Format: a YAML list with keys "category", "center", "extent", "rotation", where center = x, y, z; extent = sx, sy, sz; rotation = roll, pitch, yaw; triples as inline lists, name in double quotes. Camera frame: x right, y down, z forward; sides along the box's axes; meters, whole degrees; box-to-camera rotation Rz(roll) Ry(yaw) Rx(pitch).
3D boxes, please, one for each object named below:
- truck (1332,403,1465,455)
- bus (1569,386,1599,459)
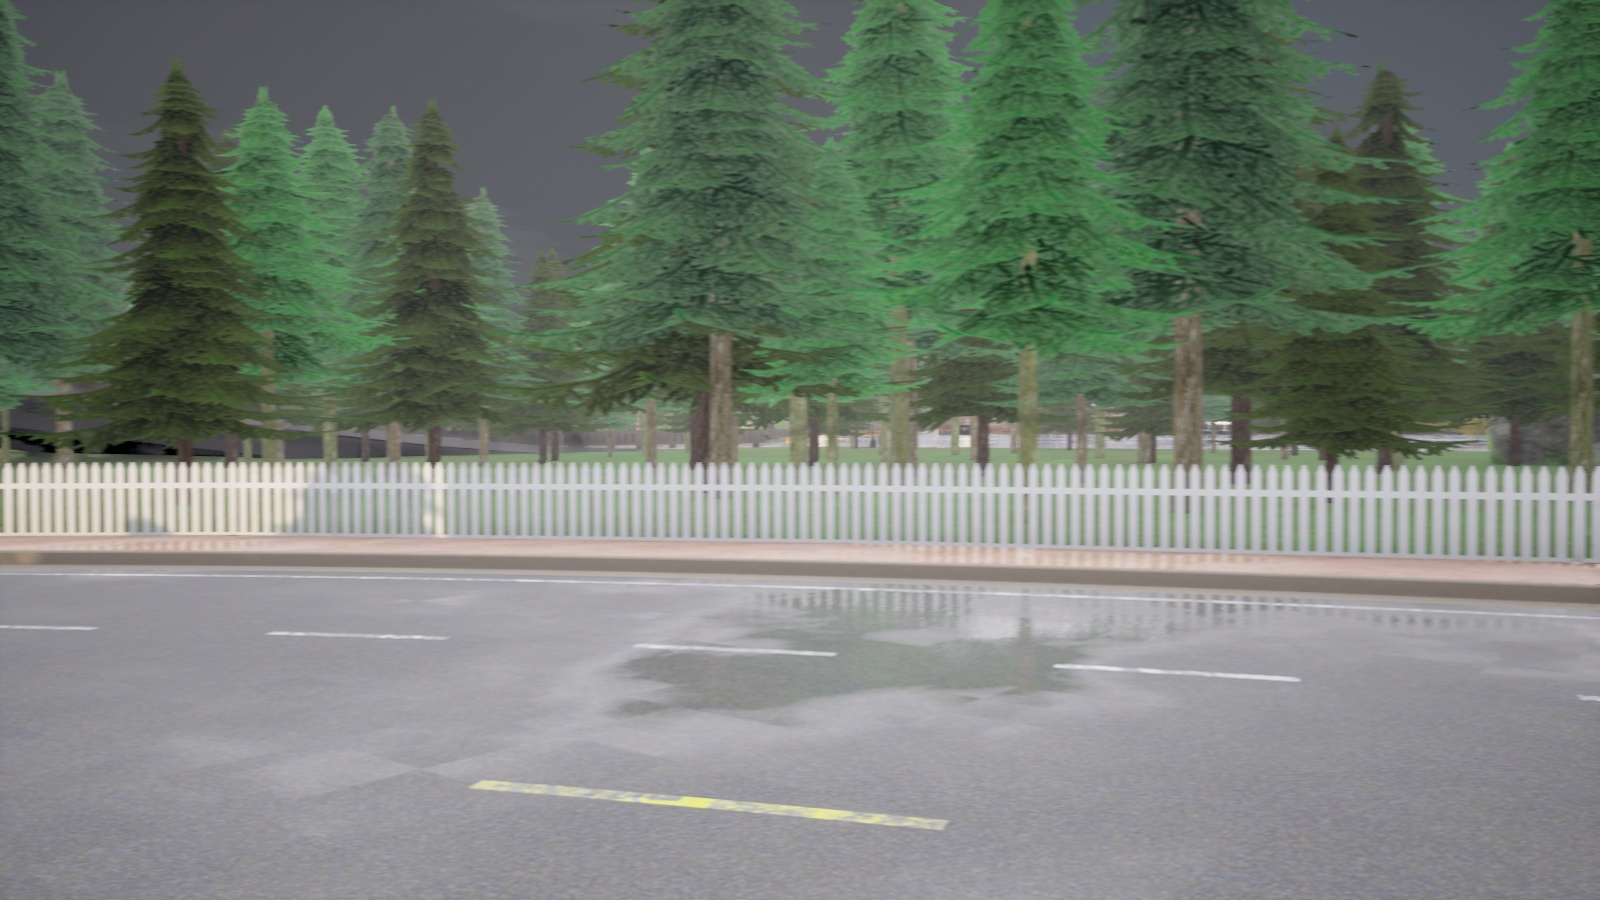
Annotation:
- category: "truck"
  center: [41.859, -1.475, 88.025]
  extent: [7.936, 3.462, 2.891]
  rotation: [1, 1, 41]
- category: "bus"
  center: [50.189, -1.560, 71.645]
  extent: [10.273, 4.253, 3.944]
  rotation: [1, 1, 41]
